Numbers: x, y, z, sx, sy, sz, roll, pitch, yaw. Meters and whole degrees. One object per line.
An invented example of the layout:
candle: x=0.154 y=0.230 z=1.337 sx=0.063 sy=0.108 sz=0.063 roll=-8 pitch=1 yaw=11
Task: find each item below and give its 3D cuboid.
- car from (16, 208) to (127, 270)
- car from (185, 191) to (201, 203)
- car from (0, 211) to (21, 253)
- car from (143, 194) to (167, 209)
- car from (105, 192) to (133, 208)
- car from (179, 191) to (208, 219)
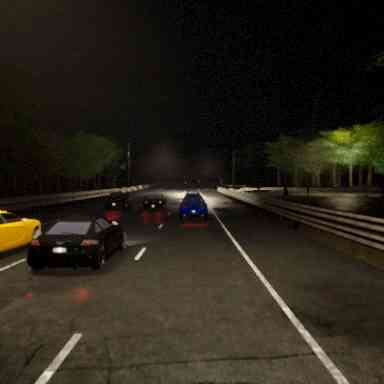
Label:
car: x=-3.400 y=1.427 z=10.554 sx=1.994 sy=1.385 sz=4.181 roll=0 pitch=1 yaw=0
car: x=0.108 y=0.547 z=41.467 sx=1.895 sy=1.301 sz=4.718 roll=0 pitch=2 yaw=0
car: x=-6.899 y=1.328 z=11.187 sx=1.882 sy=1.535 sz=5.008 roll=0 pitch=1 yaw=0
car: x=-3.394 y=0.871 z=31.325 sx=1.895 sy=1.301 sz=4.718 roll=0 pitch=2 yaw=0
car: x=-6.894 y=0.760 z=31.776 sx=1.837 sy=1.490 sz=4.892 roll=0 pitch=2 yaw=0
car: x=0.107 y=0.993 z=23.650 sx=1.882 sy=1.535 sz=5.008 roll=0 pitch=2 yaw=0
